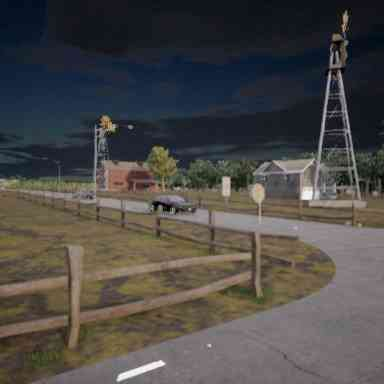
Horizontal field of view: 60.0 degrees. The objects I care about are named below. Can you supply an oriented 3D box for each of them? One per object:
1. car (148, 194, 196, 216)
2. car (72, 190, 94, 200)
[{"bbox_3d":[-1.610,0.918,26.162,1.882,1.535,5.008,0,2,-36],"label":"car"},{"bbox_3d":[-14.179,0.380,43.572,1.994,1.385,4.181,0,2,-36],"label":"car"}]
